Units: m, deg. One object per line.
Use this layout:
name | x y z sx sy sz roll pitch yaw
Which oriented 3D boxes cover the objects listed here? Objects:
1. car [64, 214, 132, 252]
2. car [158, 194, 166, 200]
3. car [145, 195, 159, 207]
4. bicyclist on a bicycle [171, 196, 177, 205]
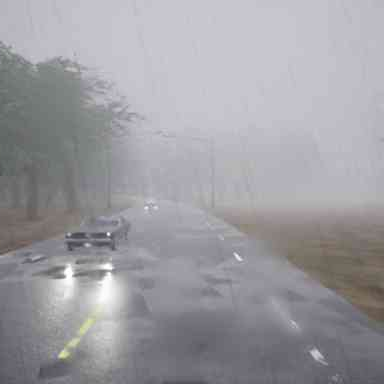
car | -3.852 1.646 14.354 1.895 1.301 4.718 0 0 -2
car | -8.445 1.407 91.126 2.097 1.767 4.553 -1 0 -11
car | -6.765 1.697 55.431 1.812 1.442 4.674 0 0 -6
bicyclist on a bicycle | -3.252 1.617 64.154 0.582 1.620 1.656 0 0 -7
